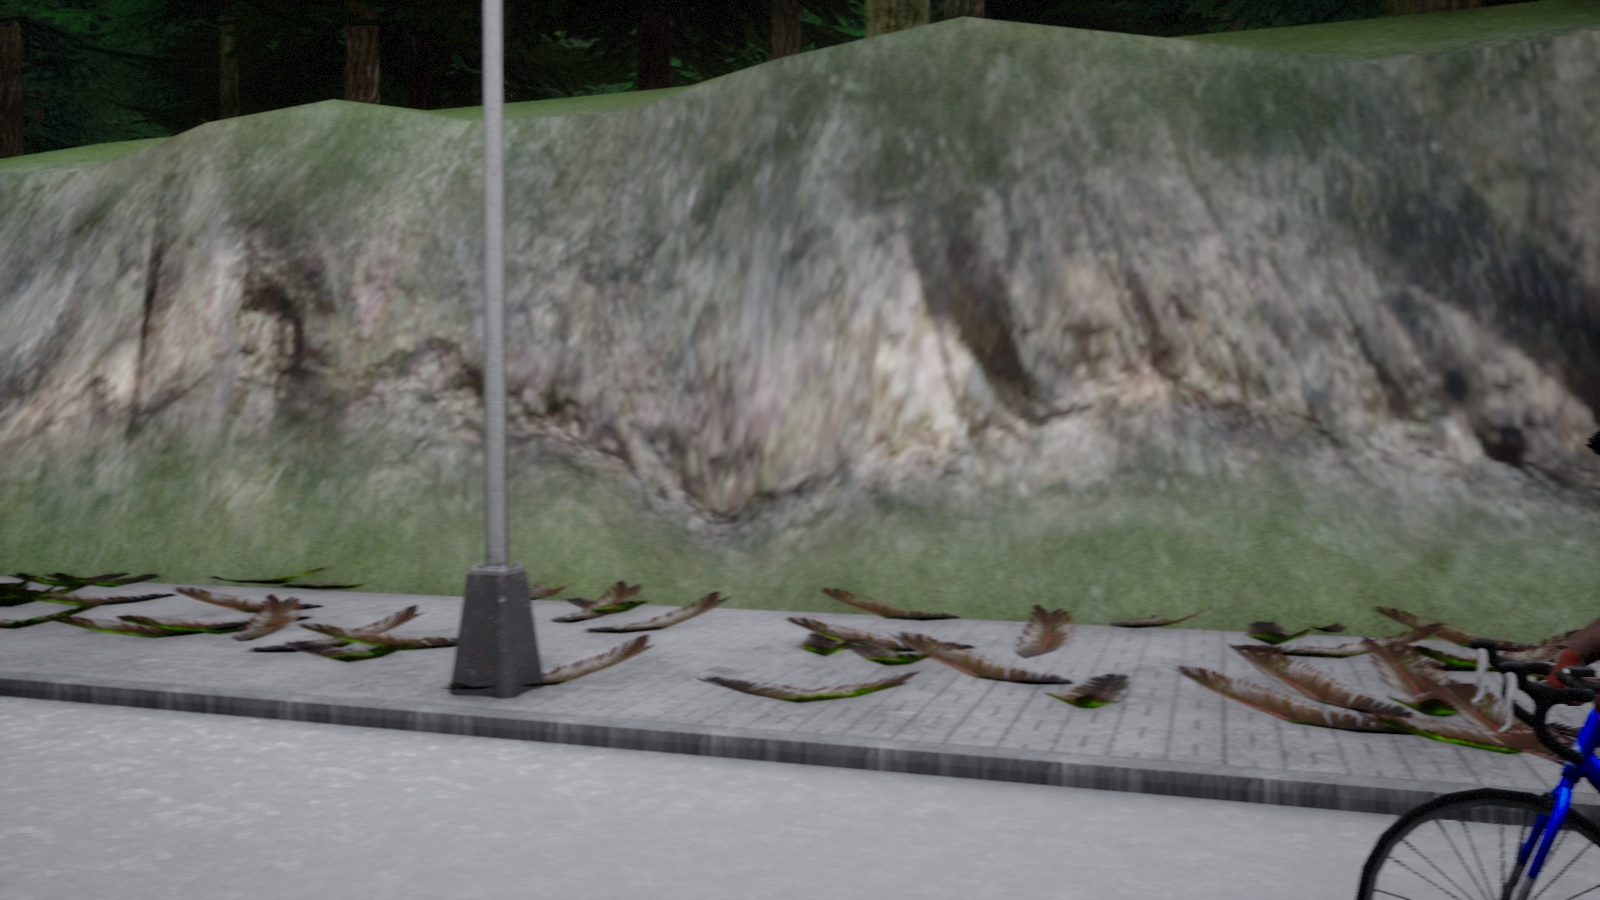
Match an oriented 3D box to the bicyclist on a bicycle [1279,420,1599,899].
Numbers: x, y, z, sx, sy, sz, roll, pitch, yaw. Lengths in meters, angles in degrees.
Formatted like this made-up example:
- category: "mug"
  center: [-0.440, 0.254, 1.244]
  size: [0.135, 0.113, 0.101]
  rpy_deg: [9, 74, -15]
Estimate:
- category: "bicyclist on a bicycle"
  center: [2.056, 0.739, 3.030]
  size: [1.656, 1.620, 0.582]
  rpy_deg: [0, 1, 19]
